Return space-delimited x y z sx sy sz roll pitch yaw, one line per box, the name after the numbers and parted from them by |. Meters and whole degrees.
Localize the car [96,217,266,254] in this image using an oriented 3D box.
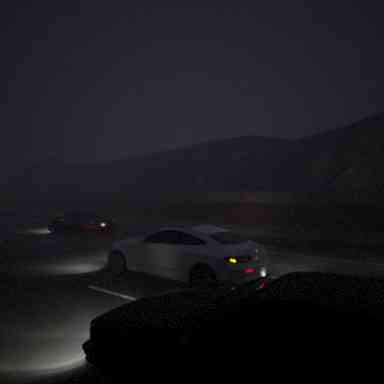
-0.247 1.552 8.733 4.674 1.442 1.812 0 0 38 | car

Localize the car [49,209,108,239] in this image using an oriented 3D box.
-6.004 1.620 18.043 4.181 1.385 1.994 0 0 40 | car

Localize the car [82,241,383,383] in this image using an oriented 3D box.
1.285 1.557 3.131 5.357 1.411 2.033 0 0 36 | car
